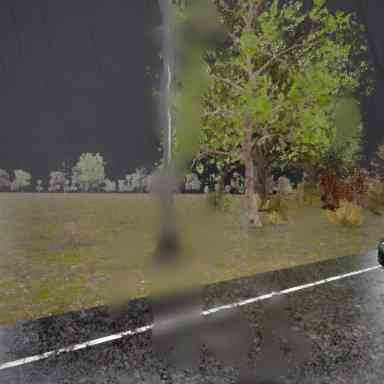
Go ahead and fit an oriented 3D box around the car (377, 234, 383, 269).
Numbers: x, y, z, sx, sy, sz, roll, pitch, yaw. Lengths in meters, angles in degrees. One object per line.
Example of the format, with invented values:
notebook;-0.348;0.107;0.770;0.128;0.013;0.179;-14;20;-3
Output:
car;7.454;1.222;9.296;5.566;2.045;2.150;0;0;-35
